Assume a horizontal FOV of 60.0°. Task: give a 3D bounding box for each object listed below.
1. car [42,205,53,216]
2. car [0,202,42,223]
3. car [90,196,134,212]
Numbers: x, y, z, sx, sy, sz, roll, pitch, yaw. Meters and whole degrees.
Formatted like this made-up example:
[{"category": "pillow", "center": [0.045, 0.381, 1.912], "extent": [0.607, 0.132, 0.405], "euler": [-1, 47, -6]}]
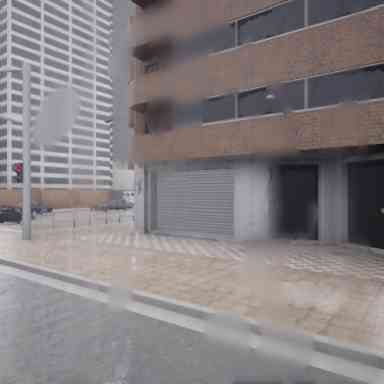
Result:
[{"category": "car", "center": [-15.582, 1.601, 31.009], "extent": [1.895, 1.301, 4.718], "euler": [0, 0, 36]}, {"category": "car", "center": [-13.031, 1.525, 22.496], "extent": [1.812, 1.442, 4.674], "euler": [0, 0, 39]}, {"category": "car", "center": [-9.423, 1.547, 39.464], "extent": [2.033, 1.411, 5.357], "euler": [0, 0, 36]}]
